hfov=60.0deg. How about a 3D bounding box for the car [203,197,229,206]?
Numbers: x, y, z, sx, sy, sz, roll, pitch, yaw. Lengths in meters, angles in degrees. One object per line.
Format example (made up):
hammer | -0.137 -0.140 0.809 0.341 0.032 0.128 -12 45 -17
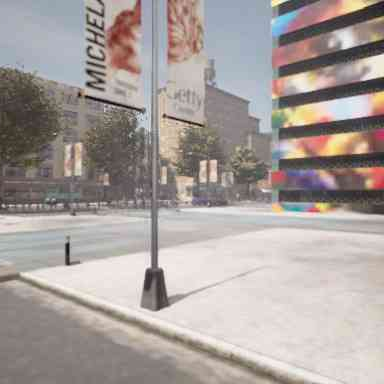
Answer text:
car | 4.437 1.673 56.575 1.812 1.442 4.674 0 0 40

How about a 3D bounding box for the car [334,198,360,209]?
car | 22.225 1.565 47.679 2.161 1.482 4.786 0 0 40

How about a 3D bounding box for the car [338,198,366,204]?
car | 17.485 1.436 35.709 2.002 1.452 4.674 0 0 40

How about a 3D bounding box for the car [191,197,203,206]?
car | 1.768 1.675 58.840 1.812 1.442 4.674 0 0 40

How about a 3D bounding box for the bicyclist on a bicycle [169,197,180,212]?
bicyclist on a bicycle | -1.980 1.390 36.837 1.656 1.620 0.582 0 0 40
